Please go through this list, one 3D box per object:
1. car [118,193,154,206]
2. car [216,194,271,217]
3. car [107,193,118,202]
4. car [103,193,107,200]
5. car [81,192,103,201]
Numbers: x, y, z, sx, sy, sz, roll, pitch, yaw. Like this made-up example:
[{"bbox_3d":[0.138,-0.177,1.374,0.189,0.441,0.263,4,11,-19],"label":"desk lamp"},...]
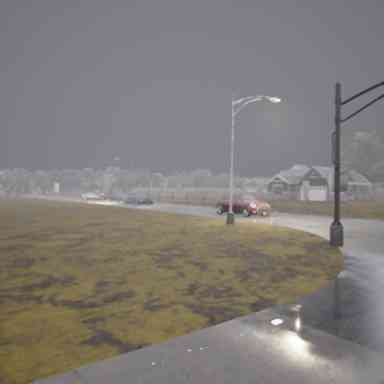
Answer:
[{"bbox_3d":[-6.574,0.928,40.257,2.033,1.411,5.357,1,0,-35],"label":"car"},{"bbox_3d":[3.888,0.937,25.510,2.097,1.767,4.553,1,0,-35],"label":"car"},{"bbox_3d":[-11.580,0.894,53.533,1.994,1.385,4.181,1,0,-35],"label":"car"},{"bbox_3d":[-17.368,0.812,61.692,2.033,1.411,5.357,1,0,-35],"label":"car"},{"bbox_3d":[-16.847,0.811,54.909,1.812,1.442,4.674,1,0,-35],"label":"car"}]
